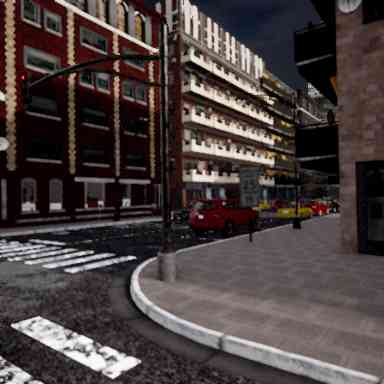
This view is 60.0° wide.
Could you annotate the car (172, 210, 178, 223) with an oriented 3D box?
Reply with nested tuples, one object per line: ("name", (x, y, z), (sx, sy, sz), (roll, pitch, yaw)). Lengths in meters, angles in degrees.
("car", (0.495, 1.568, 25.553), (1.882, 1.535, 5.008), (-2, -1, 36))

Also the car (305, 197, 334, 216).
("car", (11.490, 1.488, 31.158), (1.887, 1.381, 4.507), (-2, -1, 36))

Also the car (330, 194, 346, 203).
("car", (33.692, 1.489, 76.665), (2.192, 1.841, 5.009), (-2, -1, 36))

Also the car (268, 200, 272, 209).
("car", (7.798, 1.657, 40.405), (1.752, 1.417, 4.829), (-2, -1, 36))

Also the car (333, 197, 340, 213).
("car", (14.715, 1.494, 35.673), (2.008, 1.369, 4.403), (-2, -1, 36))

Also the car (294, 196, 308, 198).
("car", (15.812, 1.618, 46.995), (2.033, 1.411, 5.357), (-2, -1, 36))

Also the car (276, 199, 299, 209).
("car", (14.347, 1.697, 49.572), (1.947, 1.339, 4.313), (-2, -1, 36))

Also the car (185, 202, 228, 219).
("car", (1.448, 1.698, 31.512), (1.947, 1.339, 4.313), (-2, -1, 36))

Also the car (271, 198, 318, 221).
("car", (8.364, 1.469, 26.781), (1.752, 1.417, 4.829), (-2, -1, 36))

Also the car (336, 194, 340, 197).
("car", (30.819, 1.622, 68.005), (2.033, 1.411, 5.357), (-2, -1, 36))

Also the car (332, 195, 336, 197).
("car", (27.245, 1.704, 67.630), (2.008, 1.369, 4.403), (-2, -1, 36))

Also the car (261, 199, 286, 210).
("car", (11.123, 1.713, 45.058), (1.802, 1.307, 4.206), (-2, -1, 36))

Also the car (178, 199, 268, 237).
("car", (1.810, 1.259, 17.615), (2.192, 1.841, 5.009), (-2, -1, 36))
